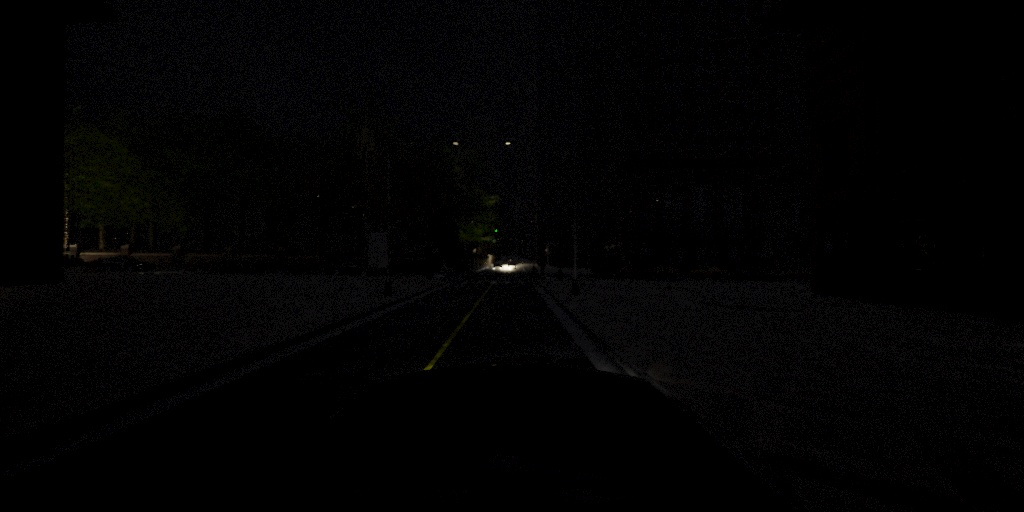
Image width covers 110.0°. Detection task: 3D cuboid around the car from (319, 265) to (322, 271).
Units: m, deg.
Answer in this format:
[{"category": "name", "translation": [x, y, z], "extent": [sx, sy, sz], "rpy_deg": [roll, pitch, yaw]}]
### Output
[{"category": "car", "translation": [-20.495, 1.232, 42.479], "extent": [4.507, 1.381, 1.888], "rpy_deg": [0, 0, 0]}]

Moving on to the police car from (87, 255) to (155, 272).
[{"category": "police car", "translation": [-39.617, 0.762, 36.782], "extent": [5.238, 1.638, 1.930], "rpy_deg": [1, -1, 0]}]

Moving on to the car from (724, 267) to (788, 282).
[{"category": "car", "translation": [22.932, 1.787, 33.822], "extent": [4.313, 1.339, 1.948], "rpy_deg": [0, 0, 0]}]

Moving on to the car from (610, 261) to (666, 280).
[{"category": "car", "translation": [11.852, 1.512, 33.855], "extent": [4.097, 1.591, 1.967], "rpy_deg": [0, 0, 0]}]

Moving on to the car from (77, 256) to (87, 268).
[{"category": "car", "translation": [-48.115, 0.840, 42.563], "extent": [4.207, 1.307, 1.802], "rpy_deg": [0, 0, 0]}]

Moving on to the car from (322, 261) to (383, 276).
[{"category": "car", "translation": [-14.985, 1.237, 33.937], "extent": [4.403, 1.370, 2.007], "rpy_deg": [0, 0, 0]}]

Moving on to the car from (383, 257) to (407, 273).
[{"category": "car", "translation": [-14.971, 1.084, 42.462], "extent": [5.009, 1.841, 2.192], "rpy_deg": [0, 0, 0]}]

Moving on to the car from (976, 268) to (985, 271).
[{"category": "car", "translation": [45.093, 1.943, 33.754], "extent": [4.097, 1.591, 1.967], "rpy_deg": [0, 0, 0]}]

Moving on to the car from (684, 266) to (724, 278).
[{"category": "car", "translation": [22.778, 1.830, 42.347], "extent": [4.829, 1.417, 1.751], "rpy_deg": [0, 0, 0]}]

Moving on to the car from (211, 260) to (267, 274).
[{"category": "car", "translation": [-26.033, 1.087, 33.971], "extent": [4.313, 1.339, 1.948], "rpy_deg": [0, 0, 0]}]

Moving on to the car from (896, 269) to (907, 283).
[{"category": "car", "translation": [34.011, 1.931, 33.788], "extent": [4.313, 1.339, 1.948], "rpy_deg": [0, 0, 0]}]

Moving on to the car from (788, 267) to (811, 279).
[{"category": "car", "translation": [33.859, 1.974, 42.314], "extent": [4.829, 1.417, 1.751], "rpy_deg": [0, 0, 0]}]

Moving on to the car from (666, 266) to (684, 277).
[{"category": "car", "translation": [17.238, 1.756, 42.364], "extent": [4.829, 1.417, 1.751], "rpy_deg": [0, 0, 0]}]

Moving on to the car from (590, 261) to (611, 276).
[{"category": "car", "translation": [11.867, 1.470, 42.380], "extent": [5.009, 1.841, 2.192], "rpy_deg": [0, 0, 0]}]
